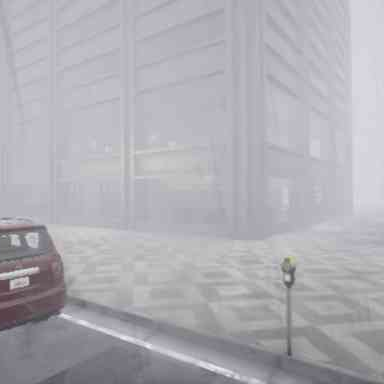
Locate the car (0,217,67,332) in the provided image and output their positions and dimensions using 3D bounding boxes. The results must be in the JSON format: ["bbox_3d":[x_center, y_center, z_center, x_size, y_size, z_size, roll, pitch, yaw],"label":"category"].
[{"bbox_3d":[-4.370,1.388,6.069,5.009,1.841,2.192,-1,0,35],"label":"car"}]
